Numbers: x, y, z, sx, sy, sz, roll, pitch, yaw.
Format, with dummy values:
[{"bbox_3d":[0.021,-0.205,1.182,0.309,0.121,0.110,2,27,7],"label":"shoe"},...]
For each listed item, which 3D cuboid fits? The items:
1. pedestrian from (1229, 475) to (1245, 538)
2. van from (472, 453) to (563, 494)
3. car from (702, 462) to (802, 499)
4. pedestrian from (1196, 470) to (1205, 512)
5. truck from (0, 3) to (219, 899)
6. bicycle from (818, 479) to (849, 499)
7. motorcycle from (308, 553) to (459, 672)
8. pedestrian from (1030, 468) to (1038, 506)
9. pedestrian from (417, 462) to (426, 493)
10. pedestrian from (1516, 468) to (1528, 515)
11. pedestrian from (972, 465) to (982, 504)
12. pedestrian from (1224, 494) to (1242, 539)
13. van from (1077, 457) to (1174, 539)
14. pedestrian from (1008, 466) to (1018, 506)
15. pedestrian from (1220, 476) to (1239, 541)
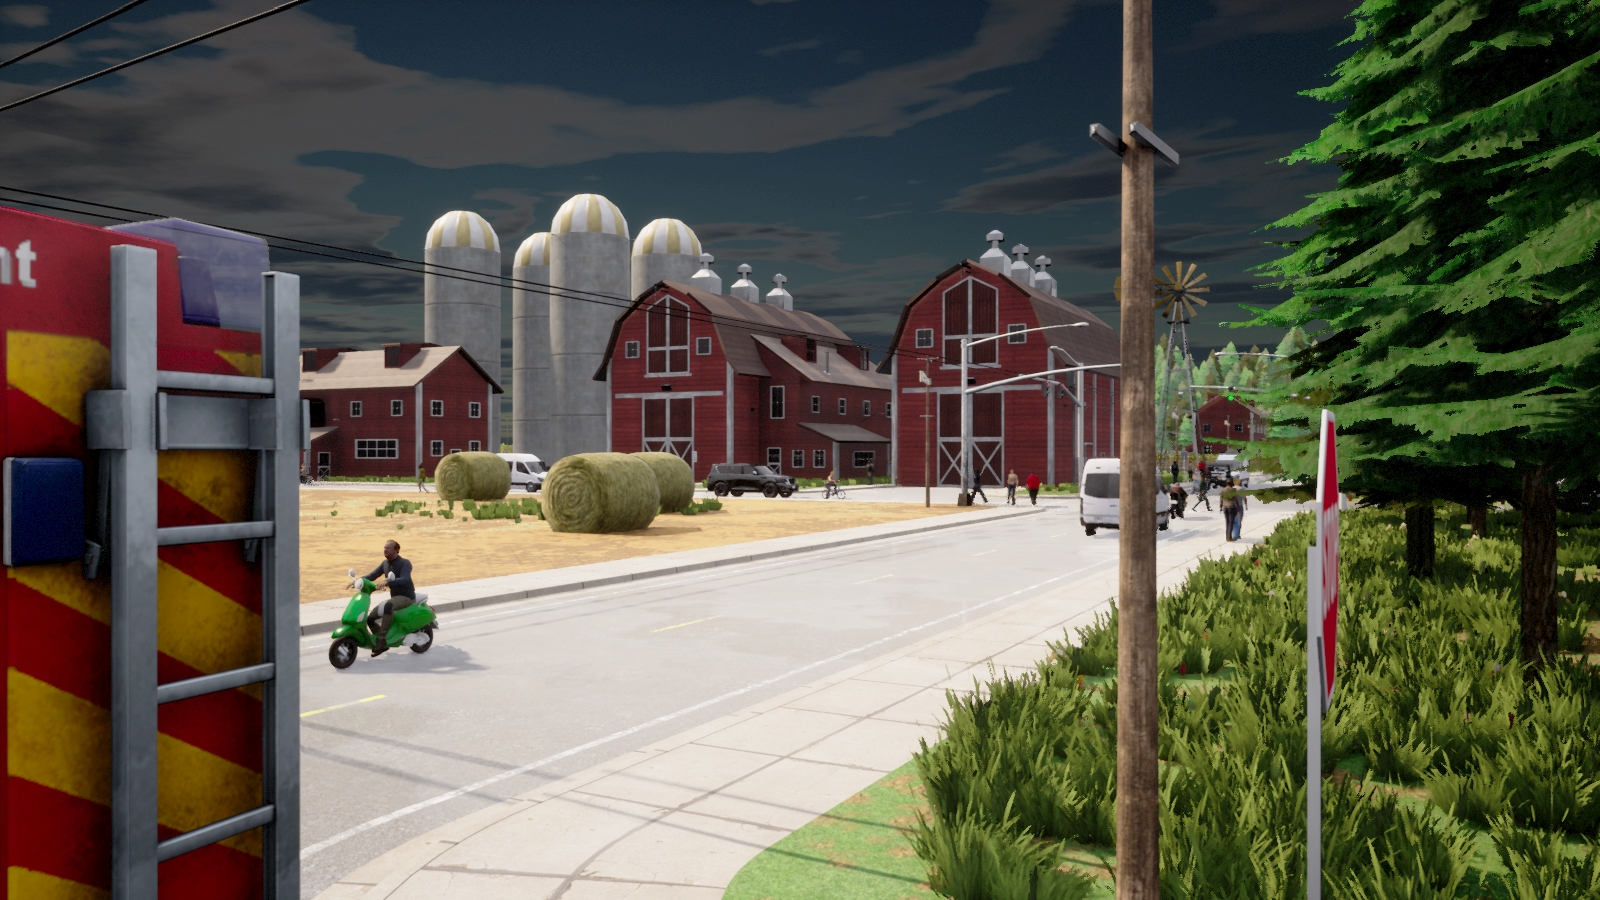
[{"bbox_3d":[13.187,1.695,34.512,0.375,1.860,0.375,0,0,34],"label":"pedestrian"},{"bbox_3d":[-18.627,1.498,75.278,5.915,2.561,1.988,0,1,27],"label":"van"},{"bbox_3d":[-2.827,1.755,67.129,5.566,2.045,2.150,0,0,27],"label":"car"},{"bbox_3d":[18.037,1.841,51.419,0.375,1.860,0.375,0,0,23],"label":"pedestrian"},{"bbox_3d":[-6.134,0.865,3.571,8.468,3.827,2.891,0,0,23],"label":"truck"},{"bbox_3d":[1.900,2.222,64.689,1.487,1.080,0.859,0,0,27],"label":"bicycle"},{"bbox_3d":[-5.578,2.143,15.416,0.856,1.316,1.805,0,0,28],"label":"motorcycle"},{"bbox_3d":[11.567,1.828,56.468,0.375,1.860,0.375,0,0,9],"label":"pedestrian"},{"bbox_3d":[-23.062,1.672,69.655,0.375,1.860,0.375,0,0,33],"label":"pedestrian"},{"bbox_3d":[29.103,1.670,46.051,0.375,1.860,0.375,0,0,25],"label":"pedestrian"},{"bbox_3d":[8.595,1.673,55.552,0.375,1.860,0.375,0,0,27],"label":"pedestrian"},{"bbox_3d":[12.835,1.976,33.869,0.375,1.300,0.375,0,0,41],"label":"pedestrian"},{"bbox_3d":[11.270,1.536,39.250,1.988,2.561,5.915,0,0,28],"label":"van"},{"bbox_3d":[10.067,1.690,54.067,0.375,1.860,0.375,0,0,27],"label":"pedestrian"},{"bbox_3d":[12.486,1.696,33.225,0.375,1.860,0.375,0,0,-43],"label":"pedestrian"}]
